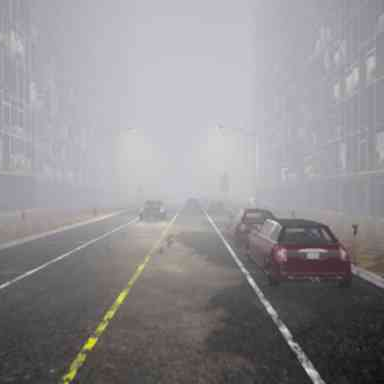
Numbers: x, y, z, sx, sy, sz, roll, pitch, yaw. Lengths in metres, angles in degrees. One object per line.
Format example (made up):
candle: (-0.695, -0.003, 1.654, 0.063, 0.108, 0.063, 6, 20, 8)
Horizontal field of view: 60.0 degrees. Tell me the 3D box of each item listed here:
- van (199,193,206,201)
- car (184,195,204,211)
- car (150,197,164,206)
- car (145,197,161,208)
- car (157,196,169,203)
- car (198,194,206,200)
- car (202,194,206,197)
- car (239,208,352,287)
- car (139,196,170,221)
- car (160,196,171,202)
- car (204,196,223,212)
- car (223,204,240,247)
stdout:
van: (2.632, 1.259, 83.313, 1.690, 1.788, 3.998, 0, 0, 0)
car: (0.071, 1.461, 39.701, 1.882, 1.535, 5.008, 0, 0, 0)
car: (-5.729, 1.547, 54.853, 1.802, 1.307, 4.206, 0, 0, 0)
car: (-5.725, 1.518, 49.159, 1.887, 1.381, 4.507, 0, 0, 0)
car: (-5.737, 1.493, 66.237, 1.887, 1.381, 4.507, 0, 0, 0)
car: (2.627, 1.347, 89.004, 1.967, 1.590, 4.097, 0, 0, 0)
car: (2.652, 1.531, 54.851, 1.947, 1.339, 4.313, 0, 0, 0)
car: (2.684, 1.439, 9.312, 1.967, 1.590, 4.097, 0, 0, 0)
car: (-3.020, 1.345, 27.123, 2.097, 1.767, 4.553, 0, 0, 0)
car: (-5.742, 1.505, 71.930, 1.947, 1.339, 4.313, 0, 0, 0)
car: (2.664, 1.530, 37.774, 1.887, 1.381, 4.507, 0, 0, 0)
car: (2.680, 1.437, 15.004, 1.967, 1.590, 4.097, 0, 0, 0)
